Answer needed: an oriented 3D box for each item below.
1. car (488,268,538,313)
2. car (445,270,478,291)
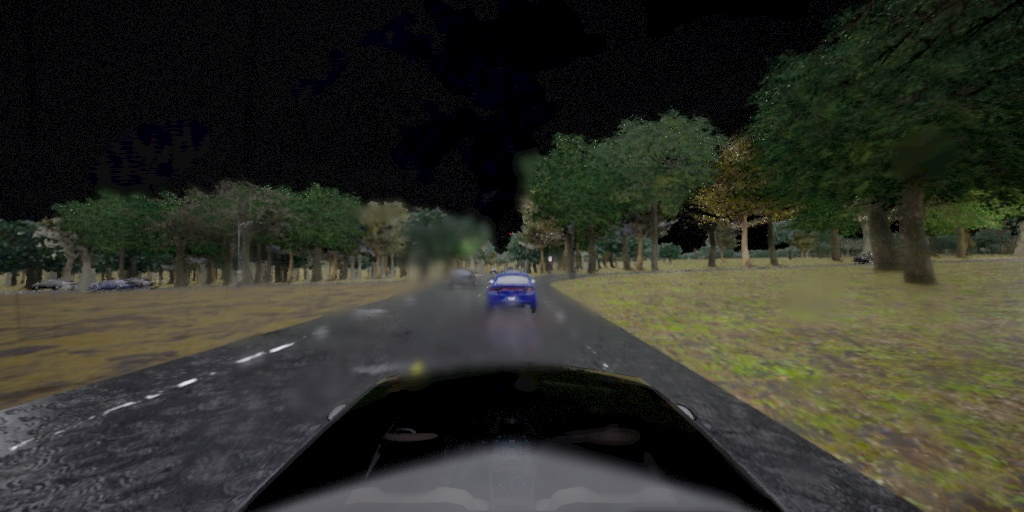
[{"bbox_3d":[0.045,1.446,15.367,1.882,1.535,5.008,0,-1,0],"label":"car"},{"bbox_3d":[-3.538,1.723,26.228,2.033,1.411,5.357,0,-1,1],"label":"car"}]
